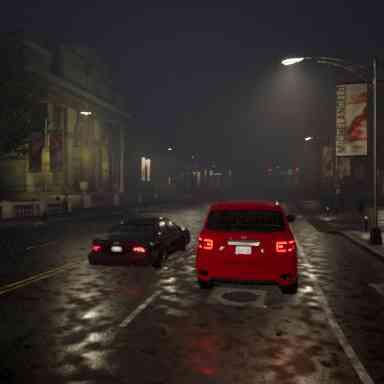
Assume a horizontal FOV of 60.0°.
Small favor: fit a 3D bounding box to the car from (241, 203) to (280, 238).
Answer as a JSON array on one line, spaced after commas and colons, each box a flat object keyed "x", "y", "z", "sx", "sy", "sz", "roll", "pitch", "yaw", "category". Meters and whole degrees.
[{"x": 3.942, "y": 1.478, "z": 18.723, "sx": 1.882, "sy": 1.535, "sz": 5.008, "roll": 0, "pitch": 0, "yaw": 14, "category": "car"}]

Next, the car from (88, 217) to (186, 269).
[{"x": -1.451, "y": 1.548, "z": 11.219, "sx": 2.033, "sy": 1.411, "sz": 5.357, "roll": 0, "pitch": 0, "yaw": 12, "category": "car"}]

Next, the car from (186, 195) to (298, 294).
[{"x": 1.591, "y": 1.221, "z": 9.061, "sx": 2.150, "sy": 2.045, "sz": 5.566, "roll": 0, "pitch": 0, "yaw": 13, "category": "car"}]
